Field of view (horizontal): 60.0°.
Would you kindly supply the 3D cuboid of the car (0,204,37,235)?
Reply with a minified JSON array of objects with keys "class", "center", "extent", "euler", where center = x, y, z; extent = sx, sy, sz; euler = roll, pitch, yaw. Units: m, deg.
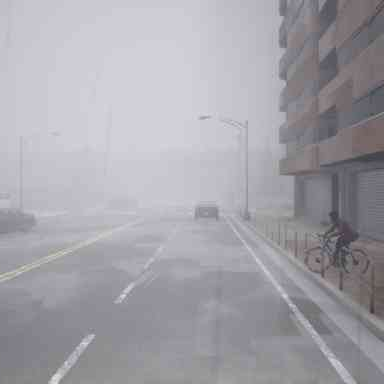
[{"class":"car","center":[-9.921,1.548,16.851],"extent":[2.033,1.411,5.357],"euler":[0,0,3]}]

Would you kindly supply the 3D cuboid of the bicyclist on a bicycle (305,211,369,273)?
[{"class":"bicyclist on a bicycle","center":[3.779,1.338,8.603],"extent":[1.656,1.620,0.582],"euler":[4,0,2]}]

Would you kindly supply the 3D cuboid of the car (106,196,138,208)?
[{"class":"car","center":[-9.974,1.343,47.114],"extent":[4.553,1.767,2.097],"euler":[0,0,27]}]

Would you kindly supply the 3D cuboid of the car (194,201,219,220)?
[{"class":"car","center":[1.220,1.478,27.783],"extent":[1.882,1.535,5.008],"euler":[0,0,2]}]
